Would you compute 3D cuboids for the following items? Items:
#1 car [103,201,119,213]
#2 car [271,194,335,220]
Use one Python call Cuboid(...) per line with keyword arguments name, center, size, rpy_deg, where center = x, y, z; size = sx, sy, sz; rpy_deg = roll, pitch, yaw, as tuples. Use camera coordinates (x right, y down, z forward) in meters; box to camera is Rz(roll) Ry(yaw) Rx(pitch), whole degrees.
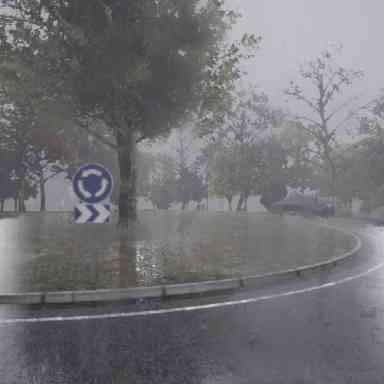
Cuboid(name="car", center=(-8.913, 1.600, 34.849), size=(4.718, 1.301, 1.895), rpy_deg=(0, 0, -15))
Cuboid(name="car", center=(9.282, 1.221, 28.192), size=(2.150, 2.045, 5.566), rpy_deg=(1, 0, -31))
